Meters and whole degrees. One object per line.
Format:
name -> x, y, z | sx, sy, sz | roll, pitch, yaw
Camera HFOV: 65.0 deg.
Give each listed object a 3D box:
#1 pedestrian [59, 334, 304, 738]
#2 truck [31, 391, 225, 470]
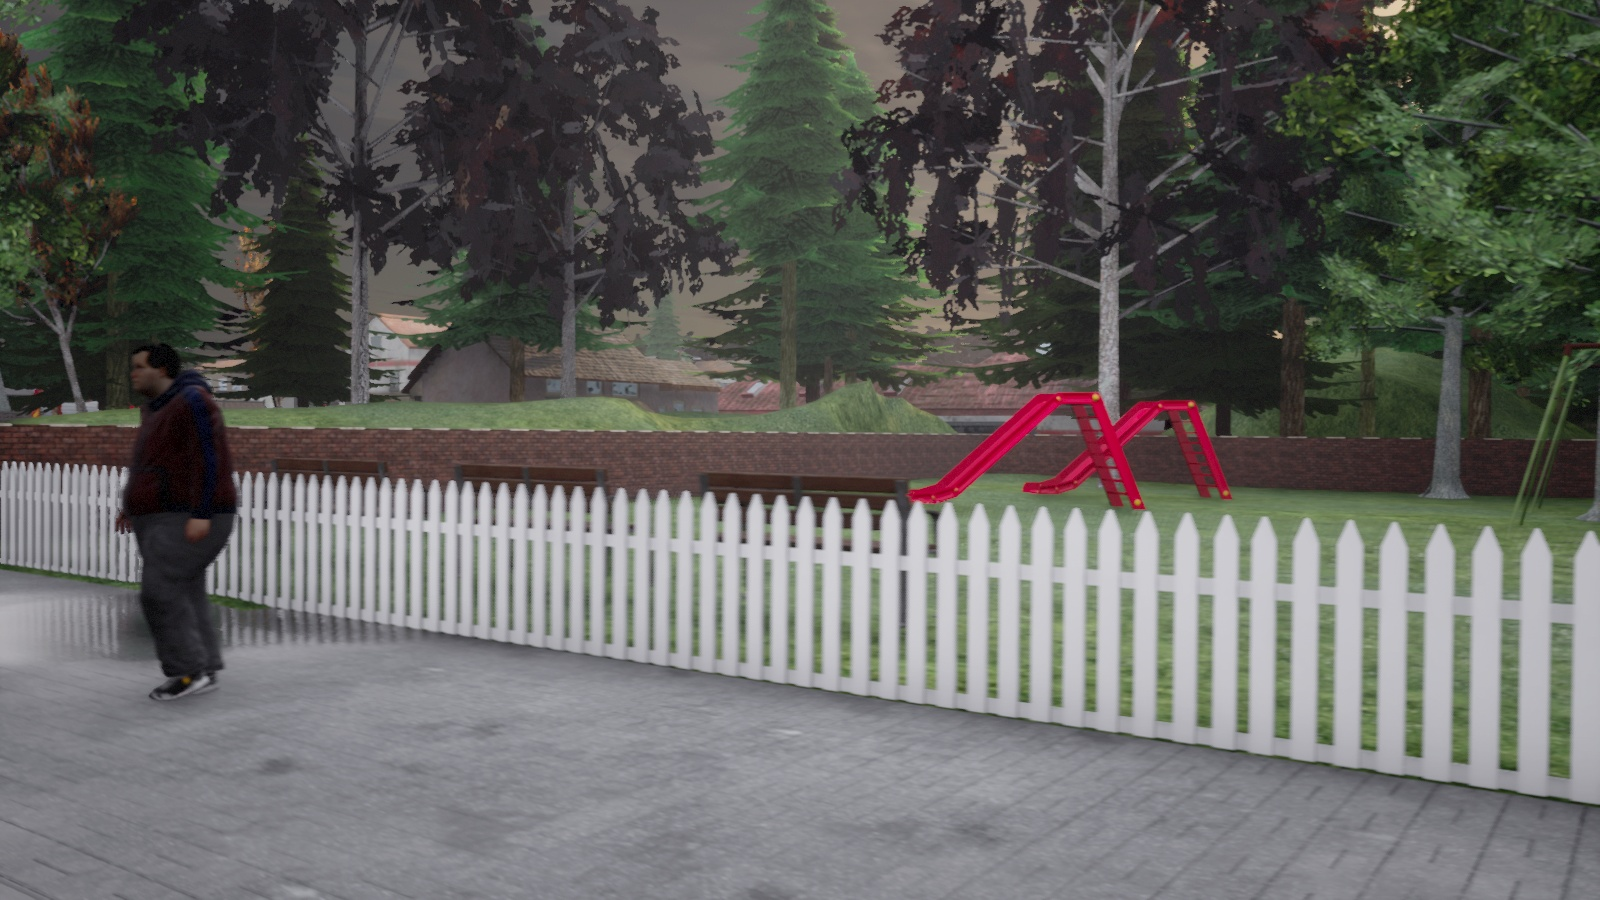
pedestrian -> -3.074, 0.385, 6.268 | 0.634, 1.844, 0.899 | 0, 1, 43
truck -> -34.560, -0.996, 64.999 | 2.891, 3.827, 8.468 | 0, 1, 33
